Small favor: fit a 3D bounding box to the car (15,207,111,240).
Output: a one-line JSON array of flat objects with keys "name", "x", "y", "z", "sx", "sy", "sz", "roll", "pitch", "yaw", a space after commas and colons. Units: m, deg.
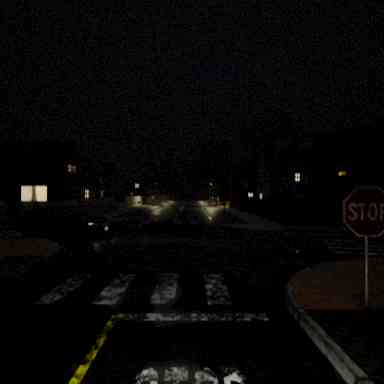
[{"name": "car", "x": -6.479, "y": 1.503, "z": 16.764, "sx": 4.902, "sy": 1.511, "sz": 2.128, "roll": 0, "pitch": -1, "yaw": 17}]
